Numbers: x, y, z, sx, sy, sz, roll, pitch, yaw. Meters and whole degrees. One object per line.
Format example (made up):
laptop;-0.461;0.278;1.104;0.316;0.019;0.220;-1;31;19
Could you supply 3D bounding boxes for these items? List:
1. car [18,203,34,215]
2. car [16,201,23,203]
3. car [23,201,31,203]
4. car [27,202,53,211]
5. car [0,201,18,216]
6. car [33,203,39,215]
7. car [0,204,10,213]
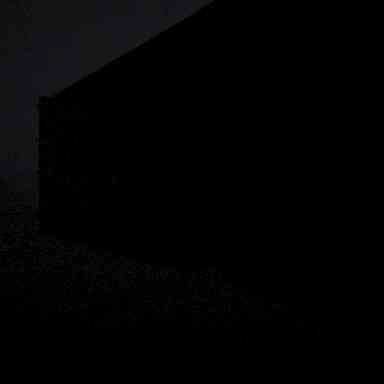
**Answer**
car;-25.500;2.665;47.175;4.792;1.488;2.163;0;-2;18
car;-34.459;2.970;61.737;5.008;1.535;2.097;0;-2;18
car;-23.788;2.721;52.483;4.553;1.767;2.185;0;-2;18
car;-31.828;3.047;69.683;4.553;1.767;2.185;0;-1;18
car;-26.378;2.392;44.539;4.553;1.767;2.185;0;-2;18
car;-24.672;2.774;49.835;4.792;1.488;2.163;0;-2;18
car;-35.162;2.884;59.032;5.366;1.575;1.946;0;-2;18
